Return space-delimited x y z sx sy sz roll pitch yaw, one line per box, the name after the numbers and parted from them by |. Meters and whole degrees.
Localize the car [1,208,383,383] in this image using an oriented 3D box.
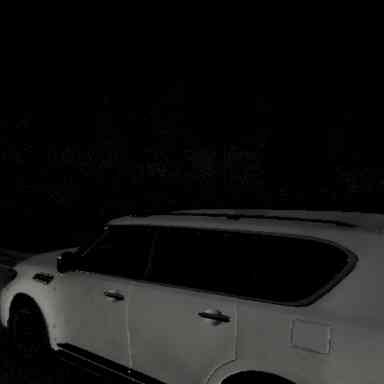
-0.065 1.219 4.040 5.566 2.045 2.150 0 0 35 | car
